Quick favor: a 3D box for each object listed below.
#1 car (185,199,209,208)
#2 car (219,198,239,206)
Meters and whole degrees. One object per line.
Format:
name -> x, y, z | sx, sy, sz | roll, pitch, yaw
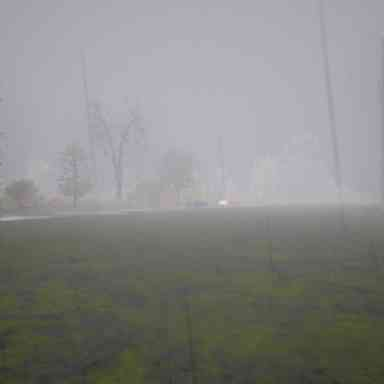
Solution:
car -> 0.908, 1.809, 53.585 | 2.128, 1.511, 4.902 | 1, 0, 36
car -> 6.941, 1.863, 62.078 | 1.882, 1.535, 5.008 | 1, 0, 36
